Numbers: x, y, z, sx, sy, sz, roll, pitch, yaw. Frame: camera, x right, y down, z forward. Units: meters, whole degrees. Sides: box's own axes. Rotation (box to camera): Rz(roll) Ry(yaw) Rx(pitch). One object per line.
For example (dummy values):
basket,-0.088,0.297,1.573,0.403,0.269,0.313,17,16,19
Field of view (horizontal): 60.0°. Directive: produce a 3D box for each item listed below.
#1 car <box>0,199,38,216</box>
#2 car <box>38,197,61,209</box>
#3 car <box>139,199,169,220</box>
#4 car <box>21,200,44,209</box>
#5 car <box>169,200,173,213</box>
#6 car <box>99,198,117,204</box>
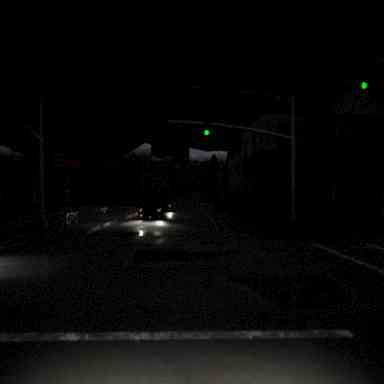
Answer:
car,-18.940,1.801,35.802,2.007,1.523,4.514,0,0,0
car,-22.652,1.735,53.671,1.905,1.878,3.866,0,0,0
car,-3.610,1.621,30.887,2.097,1.767,4.553,0,-1,0
car,-25.979,2.024,54.269,1.970,1.475,3.806,0,0,0
car,-3.608,1.728,43.293,2.097,1.767,4.553,0,0,0
car,-22.215,2.433,87.668,4.611,1.667,2.242,0,0,0
